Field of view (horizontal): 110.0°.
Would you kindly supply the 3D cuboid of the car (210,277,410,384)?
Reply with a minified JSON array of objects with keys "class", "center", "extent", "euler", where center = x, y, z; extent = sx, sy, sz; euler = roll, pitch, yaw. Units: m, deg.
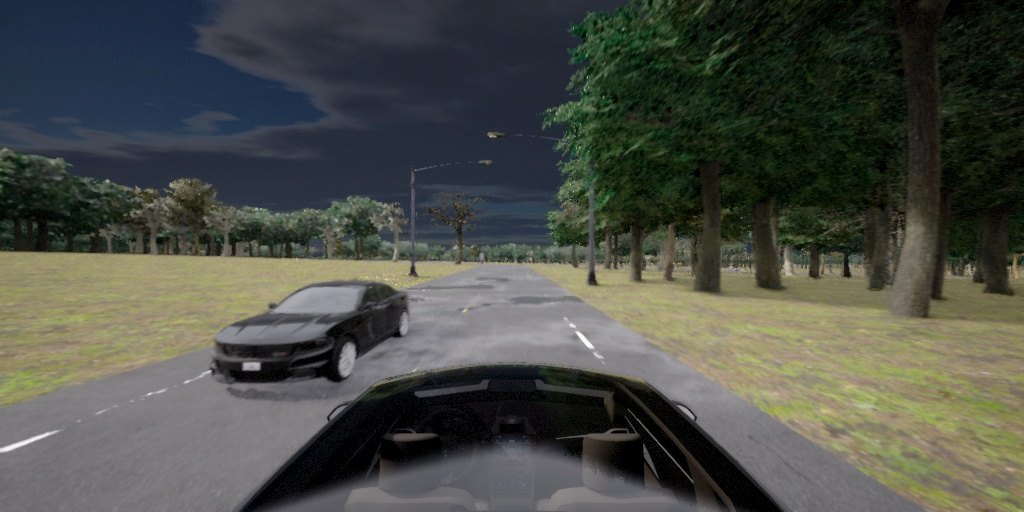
[{"class":"car","center":[-3.599,1.254,7.451],"extent":[1.882,1.535,5.008],"euler":[0,0,0]}]
